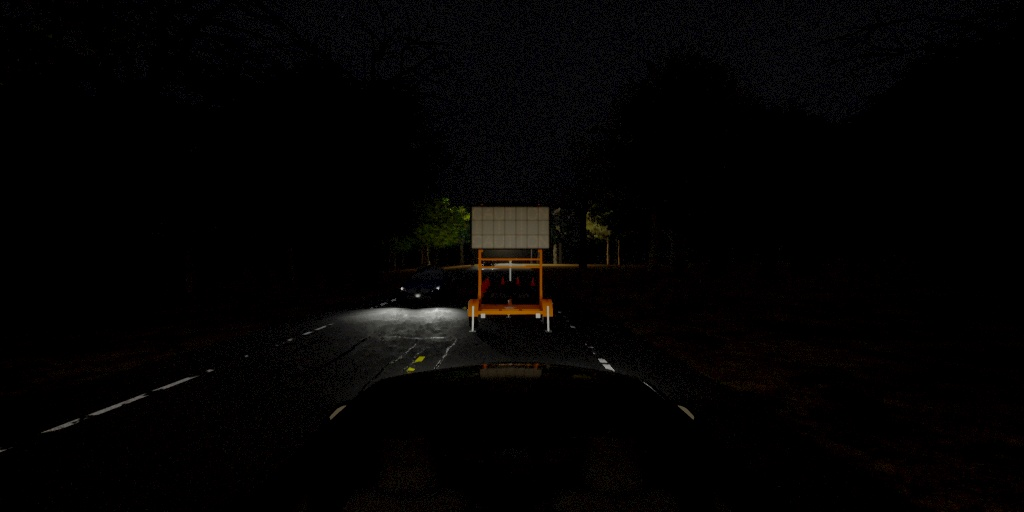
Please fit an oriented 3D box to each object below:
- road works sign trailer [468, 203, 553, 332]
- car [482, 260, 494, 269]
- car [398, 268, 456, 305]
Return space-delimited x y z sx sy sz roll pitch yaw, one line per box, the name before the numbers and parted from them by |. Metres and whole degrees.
road works sign trailer | -0.047 0.213 10.855 2.380 3.560 2.880 0 0 0
car | -3.884 1.255 58.480 1.837 1.490 4.892 0 0 0
car | -3.675 1.269 16.272 1.812 1.442 4.674 0 0 0
